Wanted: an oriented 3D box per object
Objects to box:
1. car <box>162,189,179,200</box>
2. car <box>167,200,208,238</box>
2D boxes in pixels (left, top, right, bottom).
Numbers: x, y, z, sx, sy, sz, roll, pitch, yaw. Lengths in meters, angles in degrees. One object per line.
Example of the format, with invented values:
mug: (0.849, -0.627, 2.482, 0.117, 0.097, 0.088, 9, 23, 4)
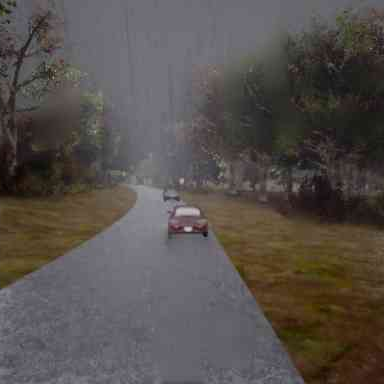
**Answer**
car: (-2.712, 0.269, 42.163, 1.994, 1.385, 4.181, 1, 3, -8)
car: (-0.269, 1.351, 16.437, 1.812, 1.442, 4.674, 0, 1, -3)
